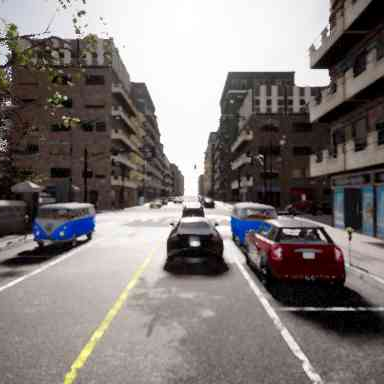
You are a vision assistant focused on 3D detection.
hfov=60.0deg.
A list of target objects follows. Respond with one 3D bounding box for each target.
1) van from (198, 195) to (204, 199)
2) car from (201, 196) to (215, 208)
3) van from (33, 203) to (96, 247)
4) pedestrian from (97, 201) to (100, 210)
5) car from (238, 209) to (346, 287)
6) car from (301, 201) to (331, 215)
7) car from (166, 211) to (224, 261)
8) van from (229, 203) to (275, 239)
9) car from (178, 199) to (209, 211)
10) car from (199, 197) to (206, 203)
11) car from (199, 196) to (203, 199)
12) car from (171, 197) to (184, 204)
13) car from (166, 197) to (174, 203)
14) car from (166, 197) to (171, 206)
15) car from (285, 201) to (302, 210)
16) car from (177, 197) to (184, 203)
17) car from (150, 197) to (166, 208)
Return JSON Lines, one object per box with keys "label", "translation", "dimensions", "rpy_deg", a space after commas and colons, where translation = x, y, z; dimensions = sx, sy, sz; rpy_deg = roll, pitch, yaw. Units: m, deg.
{"label": "van", "translation": [2.709, 1.698, 69.956], "dimensions": [1.690, 1.788, 3.998], "rpy_deg": [1, 0, 0]}
{"label": "car", "translation": [2.704, 1.835, 53.028], "dimensions": [1.947, 1.339, 4.313], "rpy_deg": [1, 0, 0]}
{"label": "van", "translation": [-5.639, 1.418, 15.084], "dimensions": [1.690, 1.788, 3.998], "rpy_deg": [1, 0, 0]}
{"label": "pedestrian", "translation": [-12.538, 1.813, 44.463], "dimensions": [0.500, 1.100, 0.500], "rpy_deg": [0, -2, 1]}
{"label": "car", "translation": [2.674, 1.489, 9.559], "dimensions": [1.967, 1.590, 4.097], "rpy_deg": [1, 0, 0]}
{"label": "car", "translation": [13.539, 1.742, 32.831], "dimensions": [4.313, 1.339, 1.947], "rpy_deg": [0, -2, 1]}
{"label": "car", "translation": [0.098, 1.628, 12.599], "dimensions": [1.994, 1.385, 4.181], "rpy_deg": [0, 0, 0]}
{"label": "van", "translation": [2.674, 1.418, 15.082], "dimensions": [1.690, 1.788, 3.998], "rpy_deg": [1, 0, 0]}
{"label": "car", "translation": [0.101, 1.640, 29.294], "dimensions": [2.128, 1.511, 4.902], "rpy_deg": [0, 0, 0]}
{"label": "car", "translation": [2.705, 2.028, 86.882], "dimensions": [1.802, 1.307, 4.206], "rpy_deg": [1, 0, 0]}
{"label": "car", "translation": [2.705, 1.849, 58.670], "dimensions": [2.008, 1.369, 4.403], "rpy_deg": [1, 0, 0]}
{"label": "car", "translation": [-2.998, 1.888, 71.042], "dimensions": [2.128, 1.511, 4.902], "rpy_deg": [0, 0, 0]}
{"label": "car", "translation": [-5.674, 1.991, 86.883], "dimensions": [1.887, 1.381, 4.507], "rpy_deg": [1, 0, 0]}
{"label": "car", "translation": [-5.674, 1.768, 64.313], "dimensions": [1.967, 1.590, 4.097], "rpy_deg": [1, 0, 0]}
{"label": "car", "translation": [13.643, 1.807, 41.212], "dimensions": [4.097, 1.590, 1.967], "rpy_deg": [0, -2, 1]}
{"label": "car", "translation": [-2.998, 1.954, 86.648], "dimensions": [1.812, 1.442, 4.674], "rpy_deg": [0, 0, 0]}
{"label": "car", "translation": [-5.675, 1.794, 52.858], "dimensions": [1.752, 1.417, 4.829], "rpy_deg": [1, 0, 0]}
